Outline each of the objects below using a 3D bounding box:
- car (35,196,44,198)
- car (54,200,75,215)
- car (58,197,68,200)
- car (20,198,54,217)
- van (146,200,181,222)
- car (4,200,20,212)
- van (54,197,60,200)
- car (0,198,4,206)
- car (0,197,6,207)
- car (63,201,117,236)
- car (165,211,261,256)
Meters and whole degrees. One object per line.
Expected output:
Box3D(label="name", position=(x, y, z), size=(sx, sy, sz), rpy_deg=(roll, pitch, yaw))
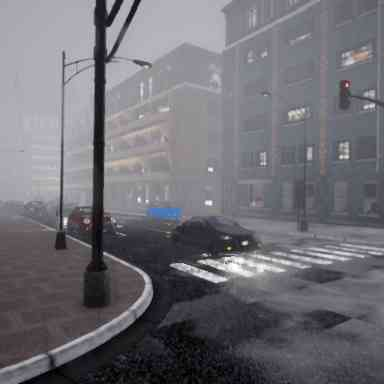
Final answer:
Box3D(label="car", position=(-32.043, 1.820, 69.722), size=(2.192, 1.841, 5.009), rpy_deg=(0, 0, -36))
Box3D(label="car", position=(-13.101, 1.828, 34.488), size=(1.895, 1.301, 4.718), rpy_deg=(1, -1, -35))
Box3D(label="car", position=(-18.834, 1.938, 51.482), size=(2.008, 1.369, 4.403), rpy_deg=(0, 0, -36))
Box3D(label="car", position=(-15.466, 1.635, 33.137), size=(1.967, 1.590, 4.097), rpy_deg=(0, 0, -35))
Box3D(label="van", position=(-2.491, 1.584, 28.642), size=(1.690, 1.788, 3.998), rpy_deg=(0, 0, -34))
Box3D(label="car", position=(-22.077, 1.805, 42.276), size=(2.008, 1.369, 4.403), rpy_deg=(0, 0, -36))
Box3D(label="van", position=(-22.112, 1.758, 56.060), size=(1.690, 1.788, 3.998), rpy_deg=(0, 0, -36))
Box3D(label="car", position=(-25.295, 1.807, 46.673), size=(1.752, 1.417, 4.829), rpy_deg=(0, 0, -36))
Box3D(label="car", position=(-35.283, 1.811, 60.462), size=(1.967, 1.590, 4.097), rpy_deg=(0, 0, -36))
Box3D(label="car", position=(-5.825, 1.545, 19.236), size=(1.967, 1.590, 4.097), rpy_deg=(0, 0, -33))
Box3D(label="car", position=(0.851, 1.662, 13.641), size=(1.994, 1.385, 4.181), rpy_deg=(1, -1, -32))
